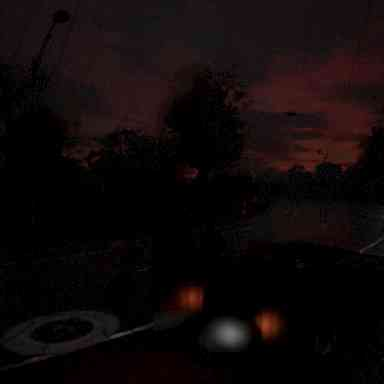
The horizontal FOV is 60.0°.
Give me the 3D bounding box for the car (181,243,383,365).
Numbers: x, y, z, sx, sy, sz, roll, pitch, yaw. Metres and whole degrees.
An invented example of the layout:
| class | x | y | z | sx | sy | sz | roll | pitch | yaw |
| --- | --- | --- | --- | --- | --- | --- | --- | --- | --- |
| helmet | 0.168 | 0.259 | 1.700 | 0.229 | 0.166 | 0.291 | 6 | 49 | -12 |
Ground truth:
| class | x | y | z | sx | sy | sz | roll | pitch | yaw |
| --- | --- | --- | --- | --- | --- | --- | --- | --- | --- |
| car | 2.169 | 1.587 | 5.887 | 4.718 | 1.301 | 1.895 | 0 | 0 | -41 |
